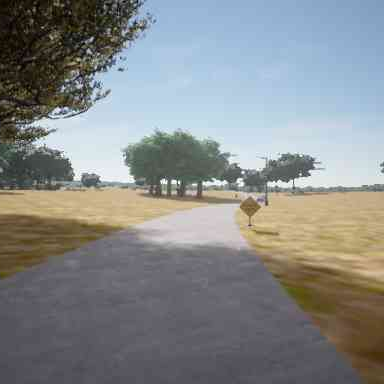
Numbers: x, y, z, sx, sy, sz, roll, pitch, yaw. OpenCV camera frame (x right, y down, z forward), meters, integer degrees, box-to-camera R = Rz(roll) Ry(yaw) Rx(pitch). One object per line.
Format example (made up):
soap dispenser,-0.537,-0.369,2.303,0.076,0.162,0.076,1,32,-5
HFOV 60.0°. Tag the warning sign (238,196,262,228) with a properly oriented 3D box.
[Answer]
warning sign,3.500,1.190,20.062,1.300,1.860,1.060,1,0,5
